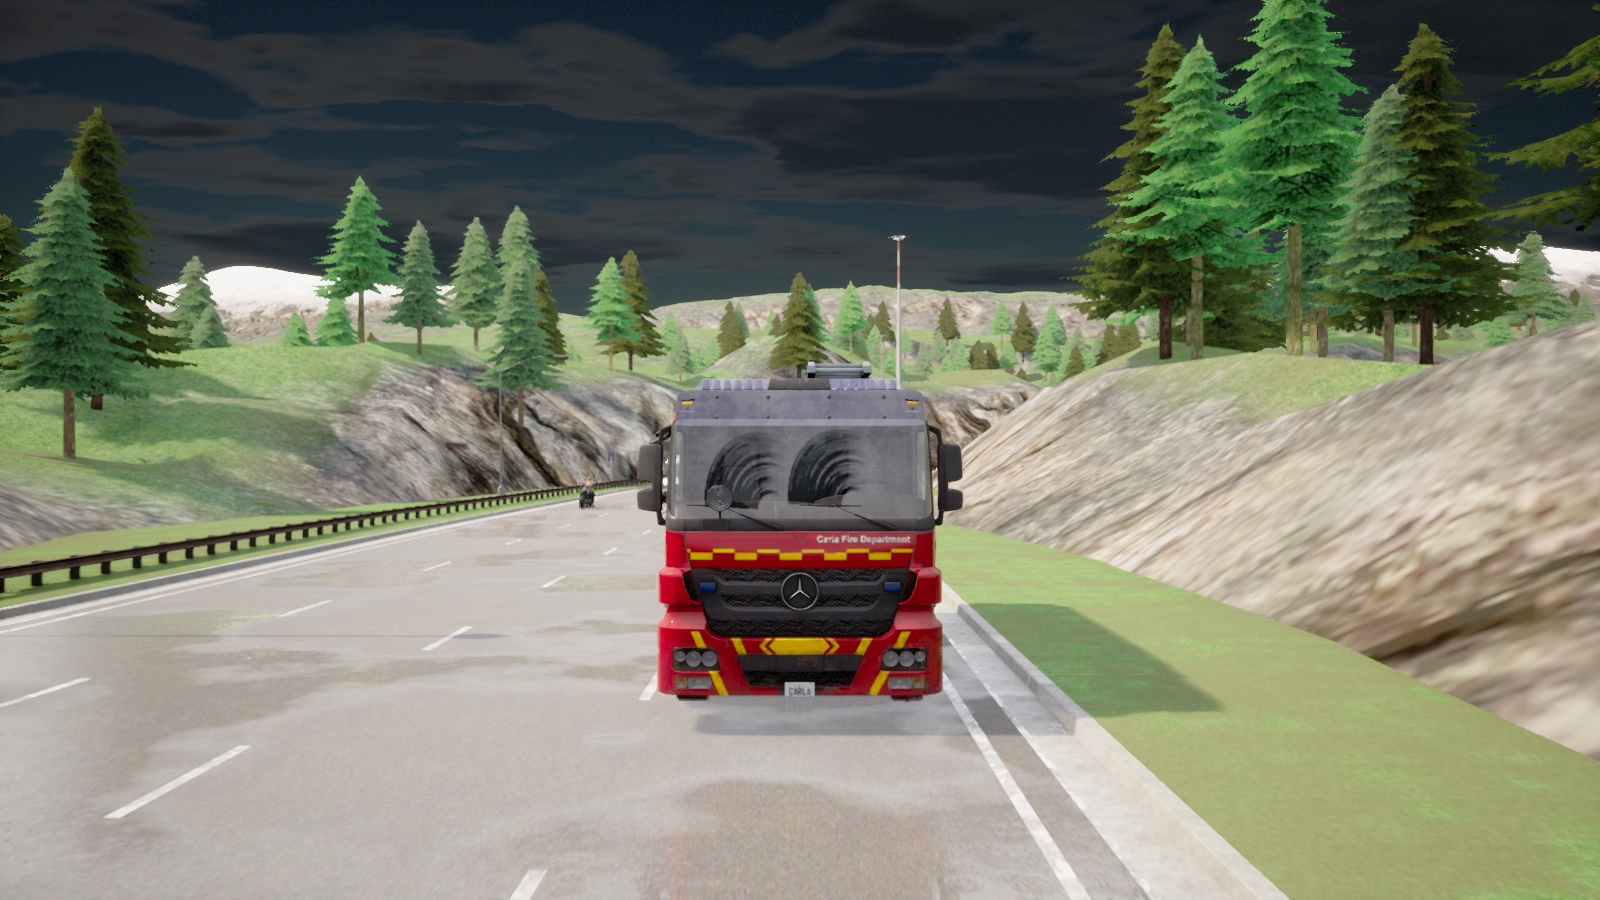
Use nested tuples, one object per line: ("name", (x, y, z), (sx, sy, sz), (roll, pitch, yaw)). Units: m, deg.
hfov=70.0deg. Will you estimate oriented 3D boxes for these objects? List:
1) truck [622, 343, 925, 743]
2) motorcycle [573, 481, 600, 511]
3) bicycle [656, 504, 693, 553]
("truck", (-0.250, 0.890, 15.159), (2.891, 3.827, 8.468), (0, 0, 0))
("motorcycle", (-10.082, 2.155, 54.108), (0.764, 1.307, 2.356), (0, 0, 2))
("bicycle", (-3.470, 2.158, 31.616), (0.859, 1.277, 1.487), (0, 0, 0))
